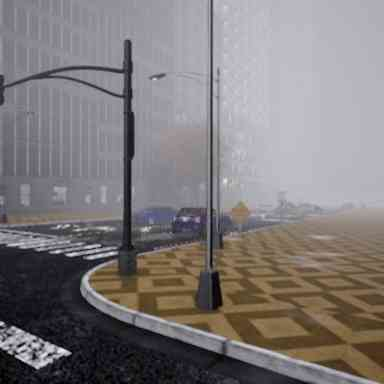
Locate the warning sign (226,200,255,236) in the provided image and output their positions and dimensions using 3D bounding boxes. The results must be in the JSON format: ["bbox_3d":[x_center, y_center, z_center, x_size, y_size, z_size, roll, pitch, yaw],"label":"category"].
[{"bbox_3d":[2.740,1.426,18.810,1.300,1.860,1.060,2,1,33],"label":"warning sign"}]

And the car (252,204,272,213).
[{"bbox_3d":[10.265,2.376,47.965,1.895,1.301,4.718,0,-1,33],"label":"car"}]

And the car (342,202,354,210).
[{"bbox_3d":[31.007,2.794,66.035,1.812,1.442,4.674,0,-1,33],"label":"car"}]

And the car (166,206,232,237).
[{"bbox_3d":[0.731,1.659,20.706,2.097,1.767,4.553,0,-1,32],"label":"car"}]

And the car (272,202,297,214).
[{"bbox_3d":[13.393,2.152,46.633,2.097,1.767,4.553,0,-1,33],"label":"car"}]

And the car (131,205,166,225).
[{"bbox_3d":[-3.034,1.817,27.341,1.882,1.535,5.008,0,-1,33],"label":"car"}]

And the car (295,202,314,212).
[{"bbox_3d":[18.715,2.478,55.014,1.837,1.490,4.892,0,-1,33],"label":"car"}]

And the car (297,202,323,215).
[{"bbox_3d":[16.529,2.375,45.493,2.033,1.411,5.357,0,-1,33],"label":"car"}]
